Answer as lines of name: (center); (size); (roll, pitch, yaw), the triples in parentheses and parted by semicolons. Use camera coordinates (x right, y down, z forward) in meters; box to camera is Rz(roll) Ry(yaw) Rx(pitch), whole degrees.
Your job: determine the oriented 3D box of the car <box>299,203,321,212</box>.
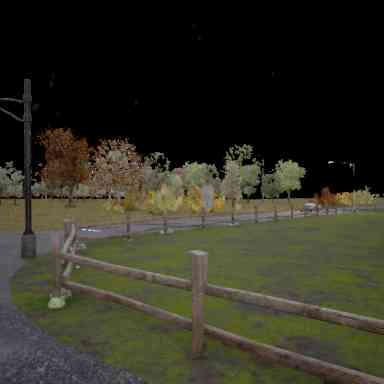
car: (18.923, 2.449, 52.946); (2.033, 1.411, 5.357); (-1, -2, 40)
